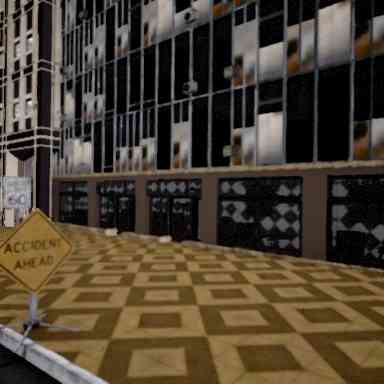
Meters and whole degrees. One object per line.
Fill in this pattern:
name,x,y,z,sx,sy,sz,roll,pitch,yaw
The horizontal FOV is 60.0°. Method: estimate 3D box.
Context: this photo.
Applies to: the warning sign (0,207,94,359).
warning sign,-2.386,1.180,5.032,1.060,1.860,1.300,1,-1,38
